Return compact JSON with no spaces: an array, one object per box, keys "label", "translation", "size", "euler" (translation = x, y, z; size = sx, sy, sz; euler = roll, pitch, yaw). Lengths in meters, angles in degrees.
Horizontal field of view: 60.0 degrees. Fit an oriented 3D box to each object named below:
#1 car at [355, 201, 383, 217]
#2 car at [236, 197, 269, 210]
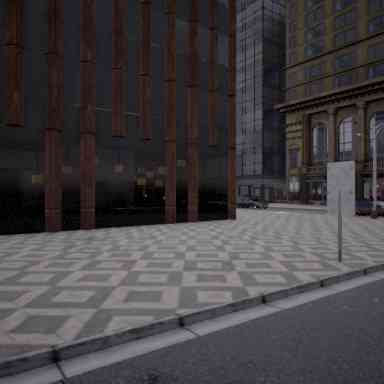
[{"label":"car","translation":[15.568,1.498,28.265],"size":[2.033,1.411,5.357],"euler":[0,0,-35]},{"label":"car","translation":[7.090,1.414,40.174],"size":[1.837,1.490,4.892],"euler":[0,0,-35]}]
